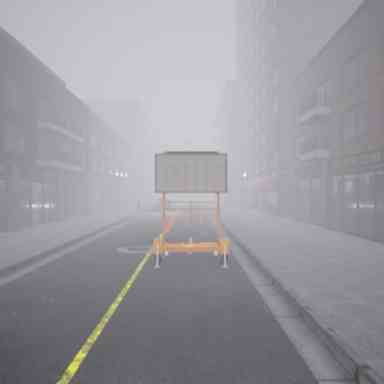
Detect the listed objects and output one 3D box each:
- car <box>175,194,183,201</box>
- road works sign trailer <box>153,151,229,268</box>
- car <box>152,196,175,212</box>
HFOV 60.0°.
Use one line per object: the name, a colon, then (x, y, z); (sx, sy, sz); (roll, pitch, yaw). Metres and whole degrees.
car: (-3.252, 1.320, 77.779); (2.128, 1.511, 4.902); (0, 0, 0)
road works sign trailer: (-0.029, 0.439, 11.178); (2.380, 3.560, 2.880); (0, 0, 0)
car: (-3.217, 1.434, 36.981); (1.837, 1.490, 4.892); (0, 0, 0)
